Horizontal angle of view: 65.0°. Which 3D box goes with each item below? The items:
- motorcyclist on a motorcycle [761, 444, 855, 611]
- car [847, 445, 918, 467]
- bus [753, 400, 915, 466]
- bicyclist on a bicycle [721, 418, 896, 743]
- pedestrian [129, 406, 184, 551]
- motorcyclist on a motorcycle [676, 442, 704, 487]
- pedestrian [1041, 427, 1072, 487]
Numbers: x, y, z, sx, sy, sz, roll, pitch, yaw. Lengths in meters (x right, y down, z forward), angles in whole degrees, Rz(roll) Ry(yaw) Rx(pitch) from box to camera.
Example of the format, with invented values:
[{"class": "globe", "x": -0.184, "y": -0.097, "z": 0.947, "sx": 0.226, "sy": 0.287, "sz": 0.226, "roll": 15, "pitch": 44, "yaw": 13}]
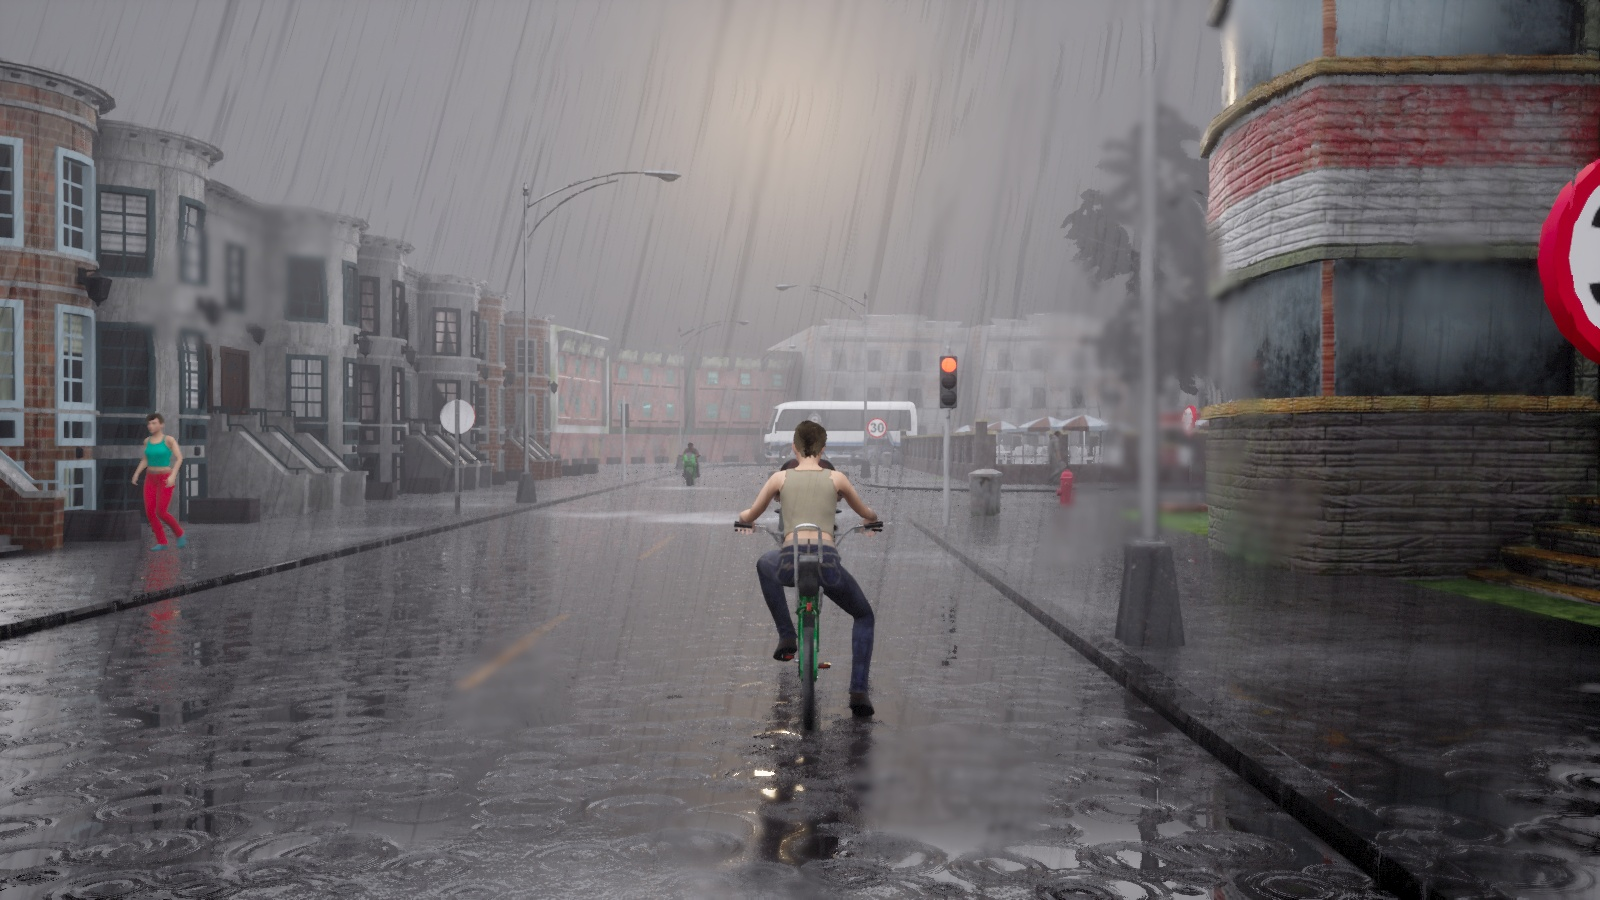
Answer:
[{"class": "motorcyclist on a motorcycle", "x": 0.080, "y": 0.710, "z": 12.643, "sx": 0.866, "sy": 1.530, "sz": 2.191, "roll": 0, "pitch": 0, "yaw": 0}, {"class": "car", "x": 5.306, "y": 0.363, "z": 80.447, "sx": 4.181, "sy": 1.385, "sz": 1.994, "roll": 0, "pitch": 0, "yaw": -35}, {"class": "bus", "x": 2.144, "y": -1.103, "z": 83.344, "sx": 10.273, "sy": 4.253, "sz": 3.944, "roll": 0, "pitch": 1, "yaw": -6}, {"class": "bicyclist on a bicycle", "x": 0.047, "y": 0.644, "z": 6.991, "sx": 0.866, "sy": 1.612, "sz": 1.509, "roll": 0, "pitch": 0, "yaw": 0}, {"class": "pedestrian", "x": -8.279, "y": 0.358, "z": 16.167, "sx": 0.345, "sy": 1.836, "sz": 0.594, "roll": 0, "pitch": 0, "yaw": 8}, {"class": "motorcyclist on a motorcycle", "x": -3.770, "y": 0.482, "z": 43.201, "sx": 0.797, "sy": 1.523, "sz": 2.044, "roll": 0, "pitch": 0, "yaw": 0}, {"class": "pedestrian", "x": 8.437, "y": 0.230, "z": 41.321, "sx": 0.873, "sy": 1.952, "sz": 0.659, "roll": 0, "pitch": 0, "yaw": 1}]
